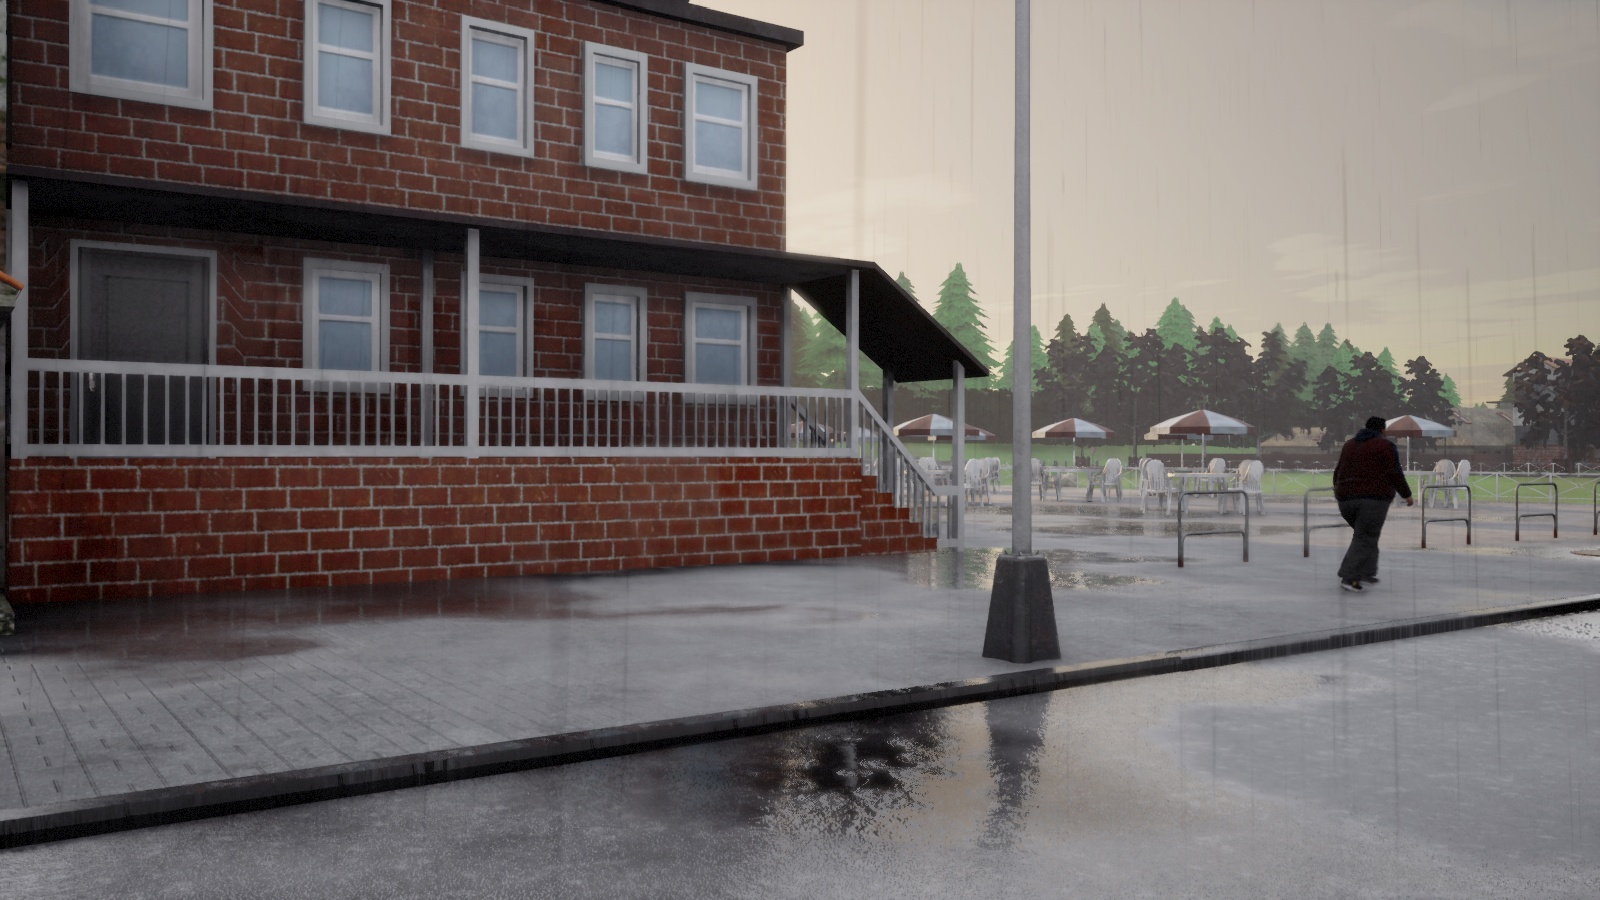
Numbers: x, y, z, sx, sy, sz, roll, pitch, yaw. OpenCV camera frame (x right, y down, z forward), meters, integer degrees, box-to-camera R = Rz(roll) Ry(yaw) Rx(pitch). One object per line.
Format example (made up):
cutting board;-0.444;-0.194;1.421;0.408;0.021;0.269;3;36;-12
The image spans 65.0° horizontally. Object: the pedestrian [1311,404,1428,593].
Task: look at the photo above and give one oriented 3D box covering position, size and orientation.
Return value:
pedestrian;5.770;0.474;12.740;0.899;1.844;0.634;0;0;-23
